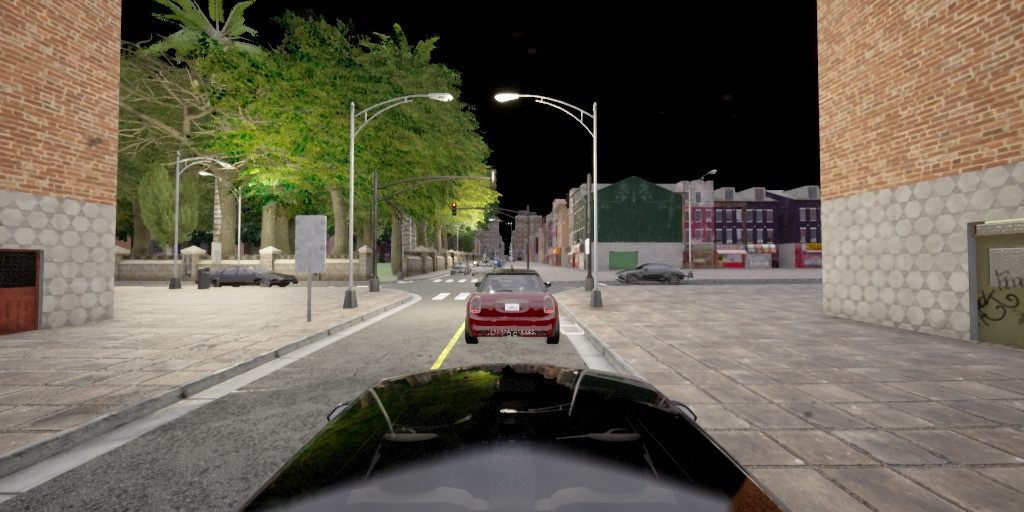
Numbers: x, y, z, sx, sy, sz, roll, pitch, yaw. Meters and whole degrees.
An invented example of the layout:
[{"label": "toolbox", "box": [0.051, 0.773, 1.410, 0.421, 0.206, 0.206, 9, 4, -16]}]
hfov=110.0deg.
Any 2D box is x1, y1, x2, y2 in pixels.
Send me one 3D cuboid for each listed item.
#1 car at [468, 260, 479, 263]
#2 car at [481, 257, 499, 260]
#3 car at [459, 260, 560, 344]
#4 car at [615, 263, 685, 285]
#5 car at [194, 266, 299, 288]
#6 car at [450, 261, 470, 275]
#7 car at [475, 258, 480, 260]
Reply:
[{"label": "car", "box": [-2.972, 1.380, 36.853, 1.895, 1.301, 4.718, 0, 0, 2]}, {"label": "car", "box": [-3.067, 1.300, 47.947, 1.837, 1.490, 4.892, 0, 1, -1]}, {"label": "car", "box": [0.023, 1.105, 9.734, 2.097, 1.767, 4.553, 0, 0, 1]}, {"label": "car", "box": [9.672, 1.239, 25.193, 4.674, 1.442, 1.812, -1, -1, 0]}, {"label": "car", "box": [-16.241, 1.288, 22.073, 5.357, 1.411, 2.033, 0, -1, 0]}, {"label": "car", "box": [-5.553, 1.332, 38.509, 2.007, 1.370, 4.403, 0, 0, 0]}, {"label": "car", "box": [-5.588, 1.344, 45.645, 2.007, 1.370, 4.403, 0, 0, 0]}]
